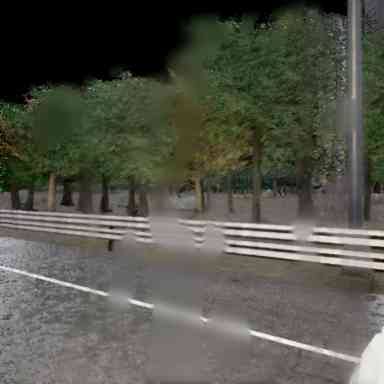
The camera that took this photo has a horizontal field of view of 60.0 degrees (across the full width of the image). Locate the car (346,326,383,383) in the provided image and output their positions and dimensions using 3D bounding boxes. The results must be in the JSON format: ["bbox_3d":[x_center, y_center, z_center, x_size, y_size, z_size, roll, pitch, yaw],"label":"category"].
[{"bbox_3d":[3.318,1.593,1.625,4.718,1.301,1.895,0,0,35],"label":"car"}]
